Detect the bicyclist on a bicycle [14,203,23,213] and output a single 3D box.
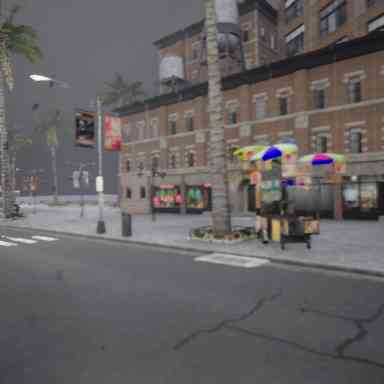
[{"bbox_3d":[-16.831,1.710,31.601,0.582,1.620,1.656,-1,0,41],"label":"bicyclist on a bicycle"}]
